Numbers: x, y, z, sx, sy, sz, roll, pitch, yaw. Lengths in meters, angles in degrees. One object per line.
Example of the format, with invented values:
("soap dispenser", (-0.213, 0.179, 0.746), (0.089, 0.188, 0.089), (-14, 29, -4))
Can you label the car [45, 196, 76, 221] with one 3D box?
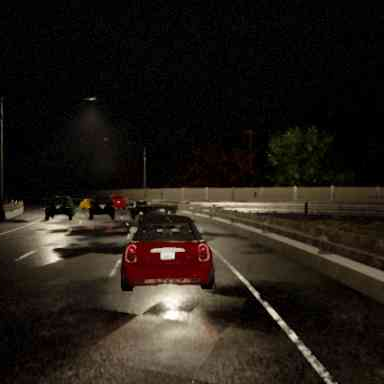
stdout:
("car", (-11.643, 1.380, 29.595), (2.150, 2.045, 5.566), (0, -1, -16))

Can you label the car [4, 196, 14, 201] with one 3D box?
("car", (-46.282, 1.824, 81.520), (4.892, 1.490, 1.837), (0, 0, 37))

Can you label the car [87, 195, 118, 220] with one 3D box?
("car", (-8.361, 1.388, 30.829), (2.150, 2.045, 5.566), (0, 0, -16))

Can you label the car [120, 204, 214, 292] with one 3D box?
("car", (-0.693, 1.401, 9.280), (2.097, 1.767, 4.553), (0, 0, -5))

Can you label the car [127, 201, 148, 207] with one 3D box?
("car", (-4.958, 1.669, 31.558), (1.837, 1.490, 4.892), (0, 0, -16))

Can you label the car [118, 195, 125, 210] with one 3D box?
("car", (-11.167, 1.476, 47.843), (2.150, 2.045, 5.566), (0, 0, -25))

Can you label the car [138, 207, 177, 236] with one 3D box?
("car", (-2.164, 1.666, 19.785), (1.994, 1.385, 4.181), (0, 0, -10))

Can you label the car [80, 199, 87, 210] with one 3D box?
("car", (-14.462, 1.728, 46.463), (1.882, 1.535, 5.008), (0, 0, -25))

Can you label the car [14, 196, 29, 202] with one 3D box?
("car", (-44.053, 1.688, 84.221), (4.553, 1.767, 2.097), (0, 0, 37))

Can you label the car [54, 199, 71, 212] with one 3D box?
("car", (-17.611, 1.753, 44.968), (1.837, 1.490, 4.892), (0, 0, -25))
